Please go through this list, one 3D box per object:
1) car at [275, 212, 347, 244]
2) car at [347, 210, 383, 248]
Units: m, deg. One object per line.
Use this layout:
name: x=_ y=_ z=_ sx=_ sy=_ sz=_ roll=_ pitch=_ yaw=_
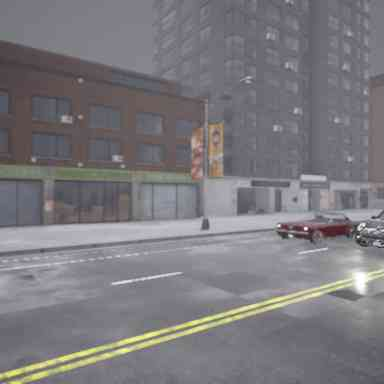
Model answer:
car: x=6.207 y=1.656 z=16.102 sx=4.718 sy=1.301 sz=1.895 roll=0 pitch=0 yaw=-36
car: x=8.912 y=1.411 z=14.038 sx=4.553 sy=1.767 sz=2.097 roll=0 pitch=0 yaw=-35
